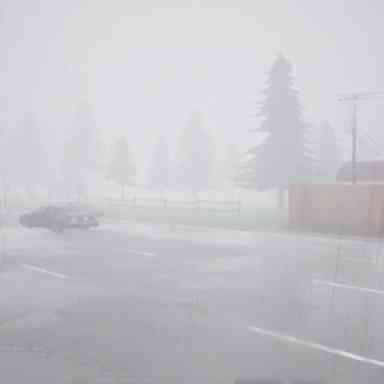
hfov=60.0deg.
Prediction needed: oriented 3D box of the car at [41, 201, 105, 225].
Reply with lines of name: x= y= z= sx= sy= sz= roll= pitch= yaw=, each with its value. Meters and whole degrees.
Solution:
car: x=-8.396 y=1.395 z=23.298 sx=4.718 sy=1.301 sz=1.895 roll=1 pitch=0 yaw=36

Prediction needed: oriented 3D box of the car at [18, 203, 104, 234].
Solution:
car: x=-7.357 y=1.382 z=18.187 sx=5.357 sy=1.411 sz=2.033 roll=1 pitch=0 yaw=36
